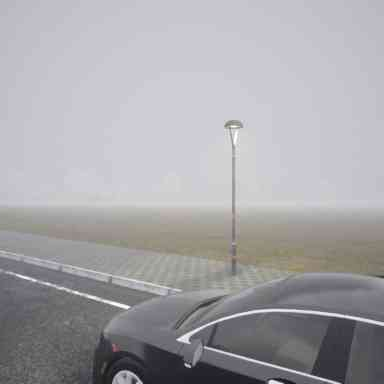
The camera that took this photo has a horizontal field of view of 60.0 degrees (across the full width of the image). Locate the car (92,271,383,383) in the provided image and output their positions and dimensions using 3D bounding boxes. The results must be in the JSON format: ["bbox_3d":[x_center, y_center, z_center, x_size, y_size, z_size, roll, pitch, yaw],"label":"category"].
[{"bbox_3d":[1.163,1.505,2.878,4.892,1.490,1.837,0,0,36],"label":"car"}]
